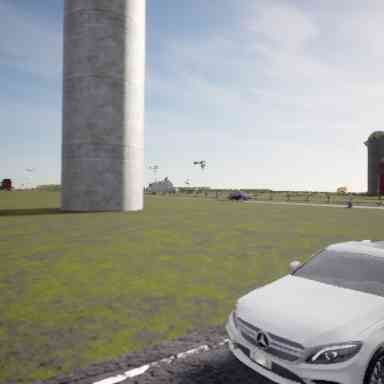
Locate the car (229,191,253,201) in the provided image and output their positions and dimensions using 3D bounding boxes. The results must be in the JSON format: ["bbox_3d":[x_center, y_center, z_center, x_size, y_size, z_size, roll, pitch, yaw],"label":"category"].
[{"bbox_3d":[8.443,0.646,57.257,2.097,1.767,4.553,1,0,-36],"label":"car"}]

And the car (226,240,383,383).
[{"bbox_3d":[2.627,1.511,4.931,4.674,1.442,1.812,0,0,-36],"label":"car"}]
